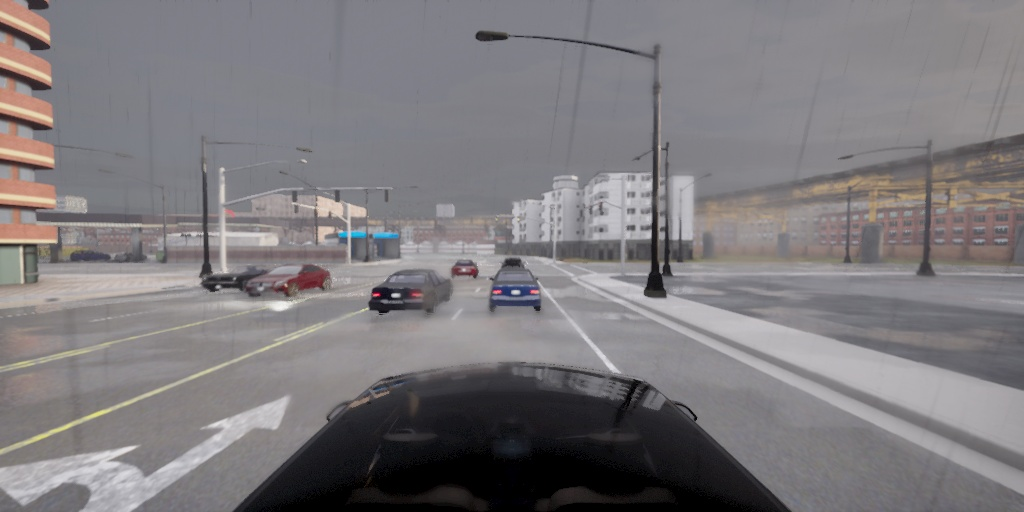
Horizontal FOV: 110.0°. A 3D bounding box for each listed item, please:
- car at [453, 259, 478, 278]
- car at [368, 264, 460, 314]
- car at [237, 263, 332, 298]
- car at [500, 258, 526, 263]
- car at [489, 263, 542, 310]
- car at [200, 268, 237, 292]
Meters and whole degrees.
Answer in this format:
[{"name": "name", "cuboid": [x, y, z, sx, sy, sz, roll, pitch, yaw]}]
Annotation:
[{"name": "car", "cuboid": [-3.748, 0.946, 28.372, 1.994, 1.385, 4.181, 0, 1, -6]}, {"name": "car", "cuboid": [-3.426, 1.183, 13.082, 2.033, 1.411, 5.357, 0, 1, 0]}, {"name": "car", "cuboid": [-10.575, 1.096, 17.444, 1.812, 1.442, 4.674, 0, 1, 0]}, {"name": "car", "cuboid": [0.082, 0.868, 29.151, 1.837, 1.490, 4.892, 0, 2, 0]}, {"name": "car", "cuboid": [0.082, 1.173, 13.886, 2.033, 1.411, 5.357, 0, 1, -1]}, {"name": "car", "cuboid": [-14.059, 1.146, 19.386, 1.895, 1.301, 4.718, 0, 1, 0]}]
